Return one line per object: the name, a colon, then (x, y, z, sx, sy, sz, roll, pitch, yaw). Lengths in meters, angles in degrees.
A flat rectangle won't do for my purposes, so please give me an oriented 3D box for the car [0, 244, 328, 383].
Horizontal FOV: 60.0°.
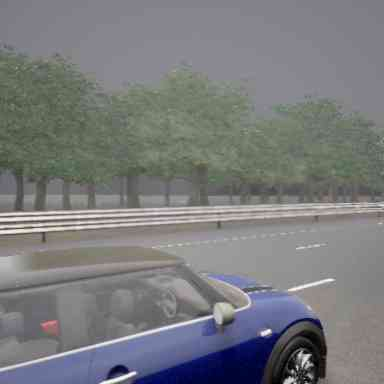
car: (-0.640, 1.352, 3.412, 4.553, 1.767, 2.097, 0, 0, -35)
